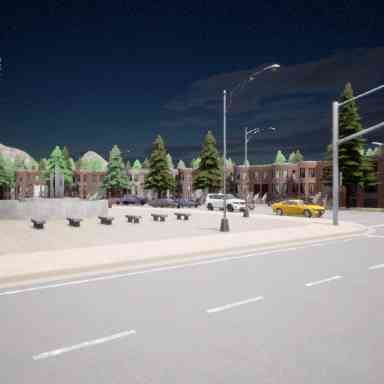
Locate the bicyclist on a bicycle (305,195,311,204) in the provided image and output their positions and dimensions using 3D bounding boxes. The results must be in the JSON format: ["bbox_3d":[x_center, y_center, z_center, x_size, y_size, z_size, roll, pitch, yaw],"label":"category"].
[{"bbox_3d":[16.230,1.303,46.629,1.656,1.620,0.582,0,0,-37],"label":"bicyclist on a bicycle"}]

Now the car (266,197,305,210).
[{"bbox_3d":[12.527,1.505,44.938,1.837,1.490,4.892,0,0,-39],"label":"car"}]

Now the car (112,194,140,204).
[{"bbox_3d":[-12.296,1.351,61.960,4.553,1.767,2.097,0,0,18],"label":"car"}]

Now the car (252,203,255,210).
[{"bbox_3d":[5.733,1.526,41.755,1.812,1.442,4.674,0,0,-41],"label":"car"}]

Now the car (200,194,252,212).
[{"bbox_3d":[3.873,1.221,38.662,2.150,2.045,5.566,0,0,-39],"label":"car"}]

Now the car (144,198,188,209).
[{"bbox_3d":[-3.618,1.547,45.888,5.357,1.411,2.033,0,0,36],"label":"car"}]

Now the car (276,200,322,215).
[{"bbox_3d":[11.115,1.564,34.865,1.994,1.385,4.181,0,0,-37],"label":"car"}]

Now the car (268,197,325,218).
[{"bbox_3d":[9.796,1.478,30.793,1.882,1.535,5.008,0,0,-37],"label":"car"}]

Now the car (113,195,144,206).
[{"bbox_3d":[-9.769,1.601,53.511,4.718,1.301,1.895,0,0,24],"label":"car"}]

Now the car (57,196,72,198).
[{"bbox_3d":[-23.756,1.505,60.729,4.892,1.490,1.837,0,0,5],"label":"car"}]

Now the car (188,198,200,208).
[{"bbox_3d":[-1.200,1.547,48.426,5.357,1.411,2.033,0,0,37],"label":"car"}]

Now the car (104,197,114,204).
[{"bbox_3d":[-14.020,1.564,58.857,4.181,1.385,1.994,0,0,18],"label":"car"}]
